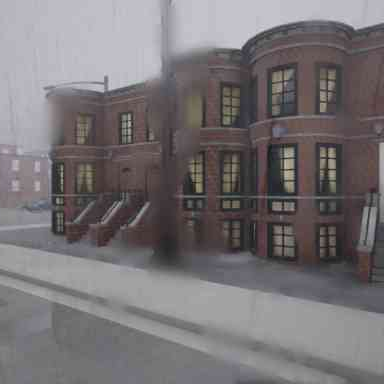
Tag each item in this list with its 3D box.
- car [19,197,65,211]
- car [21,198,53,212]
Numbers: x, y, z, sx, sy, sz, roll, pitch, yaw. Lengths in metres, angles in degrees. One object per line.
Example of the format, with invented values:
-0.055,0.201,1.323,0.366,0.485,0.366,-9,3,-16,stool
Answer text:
-18.900,1.491,42.022,2.128,1.511,4.902,0,0,36,car
-16.913,1.546,38.785,2.033,1.411,5.357,0,0,36,car
